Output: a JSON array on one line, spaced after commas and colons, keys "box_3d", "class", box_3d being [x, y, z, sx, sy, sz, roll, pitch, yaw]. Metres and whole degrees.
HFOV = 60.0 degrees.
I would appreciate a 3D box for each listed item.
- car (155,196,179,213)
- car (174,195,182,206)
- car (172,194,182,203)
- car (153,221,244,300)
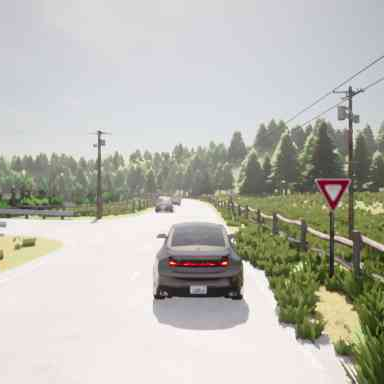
[{"box_3d": [-2.949, 1.488, 36.426, 2.128, 1.511, 4.902, 0, 0, 1], "class": "car"}, {"box_3d": [-2.824, 1.520, 52.699, 1.812, 1.442, 4.674, 0, 0, 0], "class": "car"}, {"box_3d": [-3.116, 1.344, 69.273, 2.097, 1.767, 4.553, 0, 0, -2], "class": "car"}, {"box_3d": [0.140, 1.504, 8.374, 1.837, 1.490, 4.892, 0, 0, 1], "class": "car"}]
